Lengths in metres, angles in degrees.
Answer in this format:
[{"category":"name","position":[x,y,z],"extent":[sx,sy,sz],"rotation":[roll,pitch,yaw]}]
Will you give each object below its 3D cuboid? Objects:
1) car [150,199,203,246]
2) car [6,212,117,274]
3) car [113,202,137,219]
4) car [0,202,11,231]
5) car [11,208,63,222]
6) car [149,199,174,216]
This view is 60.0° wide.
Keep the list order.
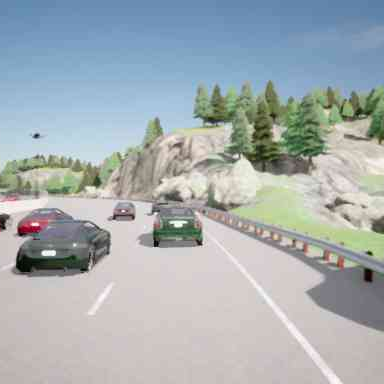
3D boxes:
[{"category":"car","position":[-0.716,1.358,15.553],"extent":[2.097,1.767,4.553],"rotation":[0,0,-4]},{"category":"car","position":[-3.861,1.574,10.720],"extent":[1.994,1.385,4.181],"rotation":[0,0,-3]},{"category":"car","position":[-5.815,1.567,28.826],"extent":[2.033,1.411,5.357],"rotation":[0,0,-9]},{"category":"car","position":[-11.478,1.518,17.924],"extent":[2.128,1.511,4.902],"rotation":[0,0,-6]},{"category":"car","position":[-8.039,1.585,18.595],"extent":[1.994,1.385,4.181],"rotation":[0,0,-6]},{"category":"car","position":[-3.239,1.508,34.268],"extent":[2.128,1.511,4.902],"rotation":[0,0,-10]}]
